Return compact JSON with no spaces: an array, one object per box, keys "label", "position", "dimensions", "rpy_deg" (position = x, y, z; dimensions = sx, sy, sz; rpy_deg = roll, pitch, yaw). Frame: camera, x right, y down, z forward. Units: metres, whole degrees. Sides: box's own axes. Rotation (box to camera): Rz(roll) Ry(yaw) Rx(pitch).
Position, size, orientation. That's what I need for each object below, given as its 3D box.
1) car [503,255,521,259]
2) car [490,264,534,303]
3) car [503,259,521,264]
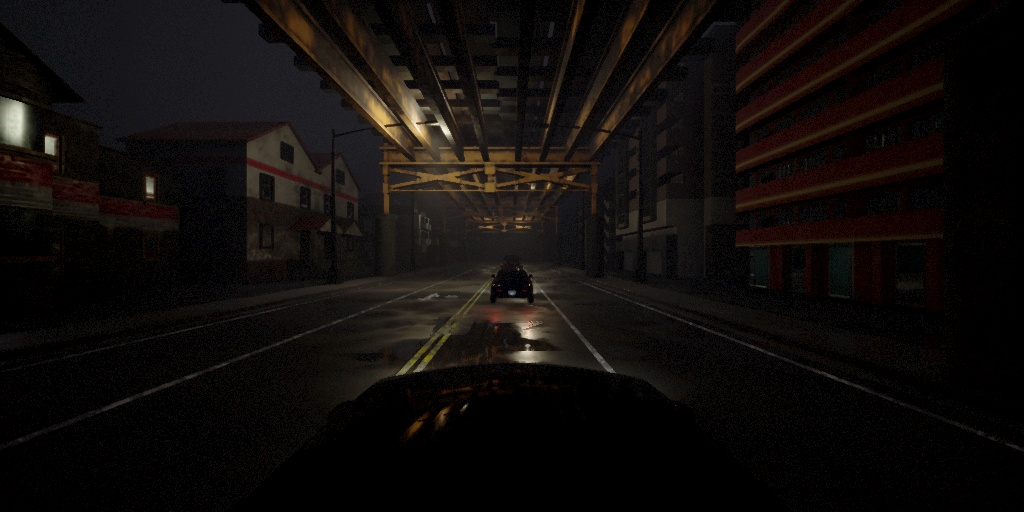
[{"label":"car","position":[0.000,0.859,46.721],"dimensions":[2.150,2.045,5.566],"rpy_deg":[0,1,0]},{"label":"car","position":[0.000,1.283,16.500],"dimensions":[1.812,1.442,4.674],"rpy_deg":[0,0,0]},{"label":"car","position":[0.000,1.251,31.497],"dimensions":[1.812,1.442,4.674],"rpy_deg":[0,0,0]}]
